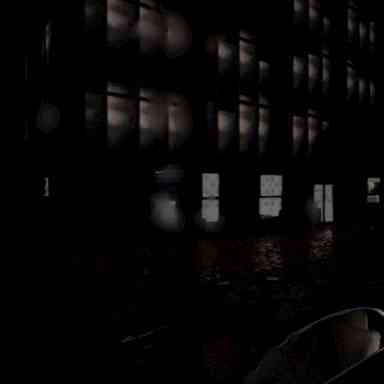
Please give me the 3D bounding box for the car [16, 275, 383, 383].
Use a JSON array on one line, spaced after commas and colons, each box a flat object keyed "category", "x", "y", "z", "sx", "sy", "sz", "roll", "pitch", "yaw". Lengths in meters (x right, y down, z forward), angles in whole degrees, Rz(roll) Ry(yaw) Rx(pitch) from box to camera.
[{"category": "car", "x": 0.432, "y": 1.519, "z": 2.757, "sx": 4.403, "sy": 1.369, "sz": 2.008, "roll": 0, "pitch": 0, "yaw": -34}]
